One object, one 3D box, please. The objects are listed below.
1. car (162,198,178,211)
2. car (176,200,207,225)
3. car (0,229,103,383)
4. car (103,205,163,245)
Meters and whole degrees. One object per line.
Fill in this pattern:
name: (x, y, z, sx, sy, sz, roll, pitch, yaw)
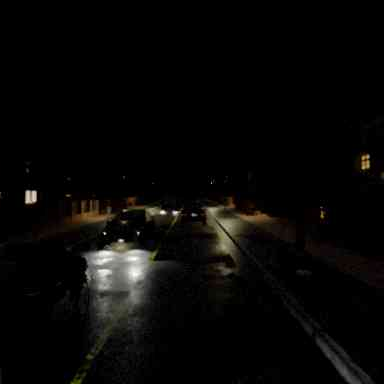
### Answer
car: (-2.824, 1.538, 42.865, 1.882, 1.535, 5.008, 0, 0, 0)
car: (0.110, 1.571, 24.411, 2.033, 1.411, 5.357, 0, 0, 0)
car: (-2.835, 1.528, 4.660, 1.812, 1.442, 4.674, 0, 0, 0)
car: (-2.804, 1.559, 15.911, 2.033, 1.411, 5.357, 0, 0, 1)
